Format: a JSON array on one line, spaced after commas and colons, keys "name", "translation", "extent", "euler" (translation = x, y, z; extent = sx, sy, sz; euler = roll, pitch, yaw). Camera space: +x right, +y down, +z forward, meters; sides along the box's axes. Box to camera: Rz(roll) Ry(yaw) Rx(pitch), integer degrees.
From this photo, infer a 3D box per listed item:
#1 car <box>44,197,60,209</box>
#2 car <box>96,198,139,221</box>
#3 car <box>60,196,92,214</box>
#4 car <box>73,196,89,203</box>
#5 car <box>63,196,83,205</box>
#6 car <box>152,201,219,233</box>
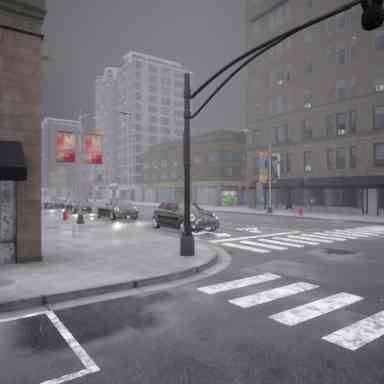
[{"name": "car", "translation": [-18.277, 1.439, 44.015], "extent": [1.837, 1.490, 4.892], "euler": [0, 0, -35]}, {"name": "car", "translation": [-6.156, 1.317, 27.175], "extent": [2.097, 1.767, 4.553], "euler": [0, 0, -36]}, {"name": "car", "translation": [-12.216, 1.454, 35.567], "extent": [1.837, 1.490, 4.892], "euler": [0, 0, -36]}, {"name": "car", "translation": [-22.173, 1.451, 66.292], "extent": [1.994, 1.385, 4.181], "euler": [0, 0, -36]}, {"name": "car", "translation": [-21.379, 1.450, 59.665], "extent": [2.033, 1.411, 5.357], "euler": [0, 0, -36]}, {"name": "car", "translation": [-0.471, 1.331, 19.316], "extent": [2.097, 1.767, 4.553], "euler": [0, 0, -36]}]
